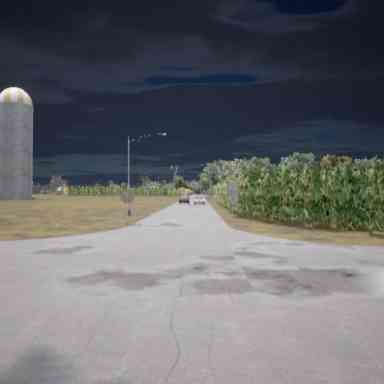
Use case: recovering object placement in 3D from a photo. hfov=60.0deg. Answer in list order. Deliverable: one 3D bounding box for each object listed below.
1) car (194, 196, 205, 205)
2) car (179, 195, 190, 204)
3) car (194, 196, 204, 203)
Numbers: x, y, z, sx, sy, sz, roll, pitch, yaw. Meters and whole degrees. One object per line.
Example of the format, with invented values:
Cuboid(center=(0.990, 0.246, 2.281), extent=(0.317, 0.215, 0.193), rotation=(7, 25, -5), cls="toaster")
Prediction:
Cuboid(center=(1.239, 1.532, 57.741), extent=(1.895, 1.301, 4.718), rotation=(0, 0, 1), cls="car")
Cuboid(center=(-1.425, 1.401, 61.939), extent=(1.882, 1.535, 5.008), rotation=(0, 0, 1), cls="car")
Cuboid(center=(1.445, 1.461, 67.714), extent=(2.033, 1.411, 5.357), rotation=(0, 0, 1), cls="car")
